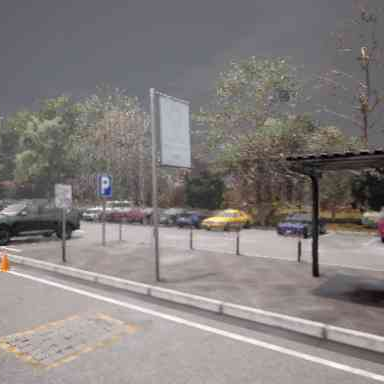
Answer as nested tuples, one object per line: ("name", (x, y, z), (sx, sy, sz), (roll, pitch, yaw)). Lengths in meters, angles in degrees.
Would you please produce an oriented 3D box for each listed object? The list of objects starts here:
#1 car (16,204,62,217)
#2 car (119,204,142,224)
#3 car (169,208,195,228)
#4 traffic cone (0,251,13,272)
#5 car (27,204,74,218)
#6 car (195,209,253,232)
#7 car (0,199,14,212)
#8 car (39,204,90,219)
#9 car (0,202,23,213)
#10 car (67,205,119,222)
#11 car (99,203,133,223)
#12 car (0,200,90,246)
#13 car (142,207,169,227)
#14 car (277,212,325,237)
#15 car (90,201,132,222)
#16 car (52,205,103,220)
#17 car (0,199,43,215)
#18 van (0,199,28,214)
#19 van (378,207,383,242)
("car", (-19.307, 2.297, 42.073), (2.163, 1.488, 4.792), (0, -1, 37))
("car", (-3.774, 2.142, 30.391), (2.097, 1.535, 5.008), (-1, -2, 37))
("car", (0.680, 2.129, 27.078), (2.163, 1.488, 4.792), (-1, -2, 37))
("traffic cone", (-5.821, 2.157, 10.400), (0.340, 0.580, 0.340), (-1, -2, 37))
("car", (-17.116, 2.288, 40.356), (2.163, 1.488, 4.792), (0, -1, 37))
("car", (2.771, 2.070, 25.242), (1.946, 1.575, 5.366), (-1, -2, 37))
("car", (-30.404, 2.027, 50.409), (2.435, 2.045, 5.566), (0, -1, 37))
("car", (-14.770, 2.243, 38.865), (1.946, 1.575, 5.366), (0, -2, 37))
("car", (-28.093, 2.279, 48.864), (1.946, 1.575, 5.366), (0, -1, 37))
("car", (-10.441, 2.207, 35.378), (2.231, 1.521, 4.892), (-1, -2, 37))
("car", (-5.995, 2.163, 32.057), (2.097, 1.535, 5.008), (-1, -2, 37))
("car", (-8.725, 1.576, 17.723), (2.435, 2.045, 5.566), (-1, -2, 37))
("car", (-1.553, 2.121, 28.726), (2.231, 1.521, 4.892), (-1, -2, 37))
("car", (7.306, 2.063, 22.035), (2.163, 1.488, 4.792), (-1, -2, 37))
("car", (-8.234, 1.933, 33.701), (2.435, 2.045, 5.566), (-1, -2, 37))
("car", (-12.663, 2.225, 37.046), (2.097, 1.535, 5.008), (0, -2, 37))
("car", (-23.745, 2.028, 45.410), (2.435, 2.045, 5.566), (0, -1, 37))
("van", (-25.912, 2.055, 47.147), (1.878, 1.987, 4.442), (0, -1, 37))
("van", (11.835, 1.767, 18.826), (1.878, 1.987, 4.442), (-1, -2, 37))
